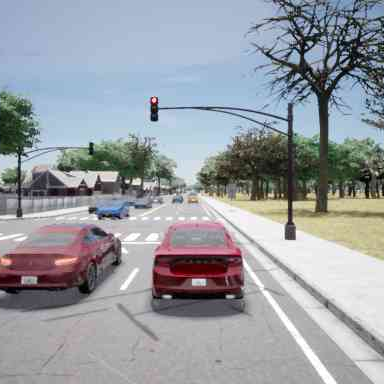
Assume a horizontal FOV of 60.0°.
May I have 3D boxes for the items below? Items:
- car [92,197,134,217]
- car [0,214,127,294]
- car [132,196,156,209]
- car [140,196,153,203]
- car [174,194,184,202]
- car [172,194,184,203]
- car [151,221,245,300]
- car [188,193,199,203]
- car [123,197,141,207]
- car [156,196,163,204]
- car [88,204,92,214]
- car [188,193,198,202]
[{"bbox_3d":[-6.527,1.475,28.081,1.882,1.535,5.008,0,0,0],"label":"car"},{"bbox_3d":[-3.127,1.525,8.682,1.812,1.442,4.674,0,0,0],"label":"car"},{"bbox_3d":[-6.480,1.539,44.452,2.033,1.411,5.357,0,0,0],"label":"car"},{"bbox_3d":[-9.562,1.496,69.776,2.033,1.411,5.357,0,0,0],"label":"car"},{"bbox_3d":[-3.044,1.321,76.271,2.097,1.767,4.553,0,0,0],"label":"car"},{"bbox_3d":[-2.969,1.500,66.306,1.812,1.442,4.674,0,0,0],"label":"car"},{"bbox_3d":[0.120,1.477,8.470,1.882,1.535,5.008,0,0,0],"label":"car"},{"bbox_3d":[0.276,1.453,65.897,1.882,1.535,5.008,0,0,0],"label":"car"},{"bbox_3d":[-9.699,1.532,54.064,2.033,1.411,5.357,0,0,0],"label":"car"},{"bbox_3d":[-6.398,1.470,61.300,2.128,1.511,4.902,0,0,1],"label":"car"},{"bbox_3d":[-9.786,1.542,36.146,2.033,1.411,5.357,0,0,-3],"label":"car"},{"bbox_3d":[0.206,1.191,76.298,2.150,2.045,5.566,0,0,0],"label":"car"}]
